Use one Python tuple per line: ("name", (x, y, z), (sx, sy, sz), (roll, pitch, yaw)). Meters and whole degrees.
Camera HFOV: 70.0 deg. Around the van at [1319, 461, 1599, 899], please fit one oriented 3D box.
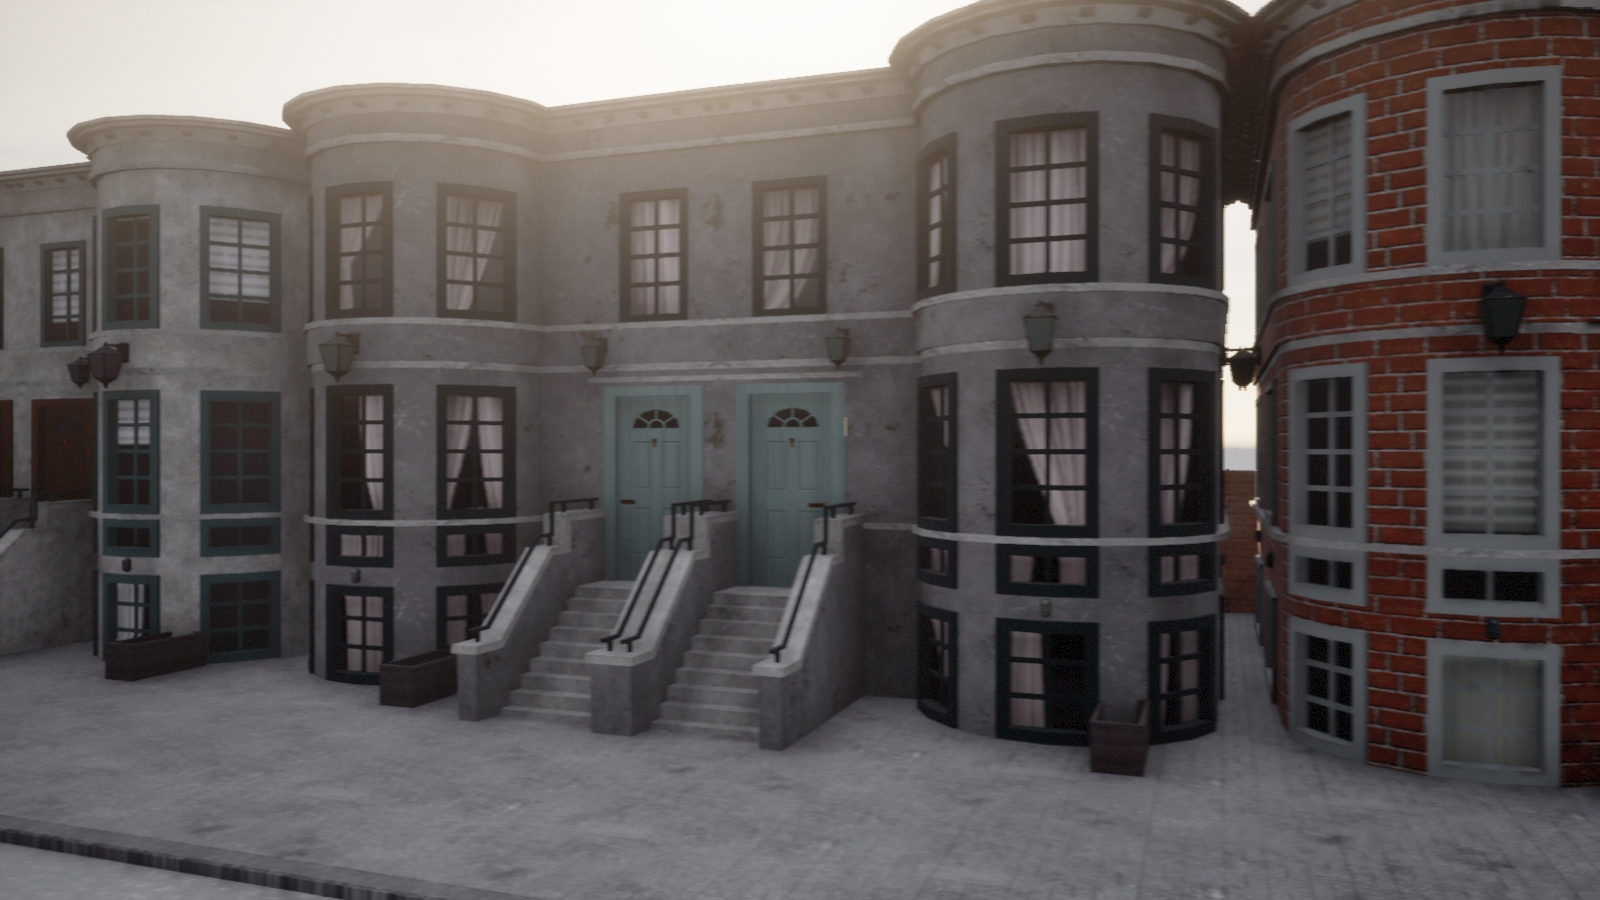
("van", (4.352, 1.314, 2.255), (5.915, 2.561, 1.988), (0, 0, 20))
